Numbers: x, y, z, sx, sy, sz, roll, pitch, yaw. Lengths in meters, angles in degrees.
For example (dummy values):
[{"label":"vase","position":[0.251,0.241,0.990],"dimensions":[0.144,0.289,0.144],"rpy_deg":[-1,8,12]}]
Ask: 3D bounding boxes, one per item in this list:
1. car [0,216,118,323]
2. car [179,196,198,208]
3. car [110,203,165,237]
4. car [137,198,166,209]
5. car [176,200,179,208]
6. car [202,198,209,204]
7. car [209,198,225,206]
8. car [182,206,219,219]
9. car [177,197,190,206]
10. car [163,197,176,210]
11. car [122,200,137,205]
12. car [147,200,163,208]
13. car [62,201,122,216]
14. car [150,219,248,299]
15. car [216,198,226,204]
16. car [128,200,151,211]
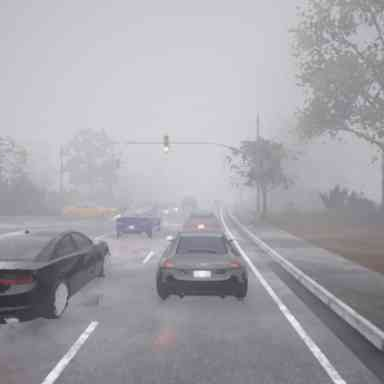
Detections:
[{"label":"car","position":[-3.286,1.544,7.475],"dimensions":[1.882,1.535,5.008],"rpy_deg":[0,-1,1]},{"label":"car","position":[-0.282,1.690,53.515],"dimensions":[2.150,2.045,5.566],"rpy_deg":[0,-1,6]},{"label":"car","position":[-2.942,1.646,19.194],"dimensions":[1.882,1.535,5.008],"rpy_deg":[0,-1,2]},{"label":"car","position":[-5.142,1.861,42.243],"dimensions":[2.128,1.511,4.902],"rpy_deg":[0,-1,5]},{"label":"car","position":[-3.161,2.131,60.628],"dimensions":[1.895,1.301,4.718],"rpy_deg":[0,-1,7]},{"label":"car","position":[3.579,2.244,82.083],"dimensions":[2.128,1.511,4.902],"rpy_deg":[0,-1,10]},{"label":"car","position":[5.510,2.103,72.023],"dimensions":[1.882,1.535,5.008],"rpy_deg":[0,-1,9]},{"label":"car","position":[0.551,1.730,18.877],"dimensions":[1.994,1.385,4.181],"rpy_deg":[0,0,2]},{"label":"car","position":[-1.751,1.974,70.796],"dimensions":[2.097,1.767,4.553],"rpy_deg":[0,-1,8]},{"label":"car","position":[-4.246,1.955,51.499],"dimensions":[1.837,1.490,4.892],"rpy_deg":[0,-1,6]},{"label":"car","position":[-8.749,1.851,41.147],"dimensions":[2.128,1.511,4.902],"rpy_deg":[0,-1,5]},{"label":"car","position":[-6.732,2.091,60.277],"dimensions":[1.994,1.385,4.181],"rpy_deg":[0,-1,7]},{"label":"car","position":[-9.452,1.748,30.975],"dimensions":[5.008,1.535,1.882],"rpy_deg":[0,0,-4]},{"label":"car","position":[0.244,1.640,8.680],"dimensions":[1.994,1.385,4.181],"rpy_deg":[0,-1,1]},{"label":"car","position":[7.142,2.128,82.155],"dimensions":[2.033,1.411,5.357],"rpy_deg":[0,-1,10]},{"label":"car","position":[-7.882,1.931,50.333],"dimensions":[2.128,1.511,4.902],"rpy_deg":[0,-1,6]}]
